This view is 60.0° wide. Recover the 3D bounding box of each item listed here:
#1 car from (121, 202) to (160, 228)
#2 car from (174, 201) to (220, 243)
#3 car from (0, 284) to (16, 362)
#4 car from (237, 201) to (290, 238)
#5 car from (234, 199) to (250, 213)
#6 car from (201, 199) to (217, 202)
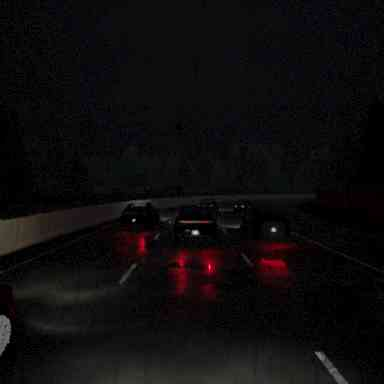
[{"bbox_3d":[-3.186,1.384,21.251,2.128,1.511,4.902,0,0,2],"label":"car"},{"bbox_3d":[0.162,1.414,15.755,2.128,1.511,4.902,0,0,1],"label":"car"},{"bbox_3d":[-3.395,1.461,2.657,1.882,1.535,5.008,0,0,0],"label":"car"},{"bbox_3d":[3.685,1.423,17.285,1.837,1.490,4.892,0,0,1],"label":"car"},{"bbox_3d":[5.197,1.387,33.636,2.033,1.411,5.357,0,0,10],"label":"car"},{"bbox_3d":[1.737,1.379,34.433,2.033,1.411,5.357,0,0,10],"label":"car"}]
